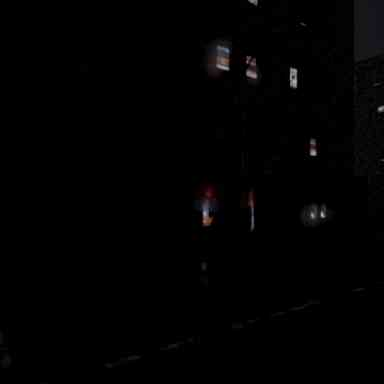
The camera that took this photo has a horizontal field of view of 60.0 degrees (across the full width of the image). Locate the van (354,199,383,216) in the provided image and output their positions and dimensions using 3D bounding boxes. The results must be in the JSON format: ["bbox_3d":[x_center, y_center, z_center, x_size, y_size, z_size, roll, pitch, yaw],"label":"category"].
[{"bbox_3d":[17.214,1.602,33.646,1.690,1.788,3.998,0,0,-36],"label":"van"}]

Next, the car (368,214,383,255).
[{"bbox_3d":[8.683,1.661,12.751,4.829,1.417,1.752,1,-1,-35],"label":"car"}]
